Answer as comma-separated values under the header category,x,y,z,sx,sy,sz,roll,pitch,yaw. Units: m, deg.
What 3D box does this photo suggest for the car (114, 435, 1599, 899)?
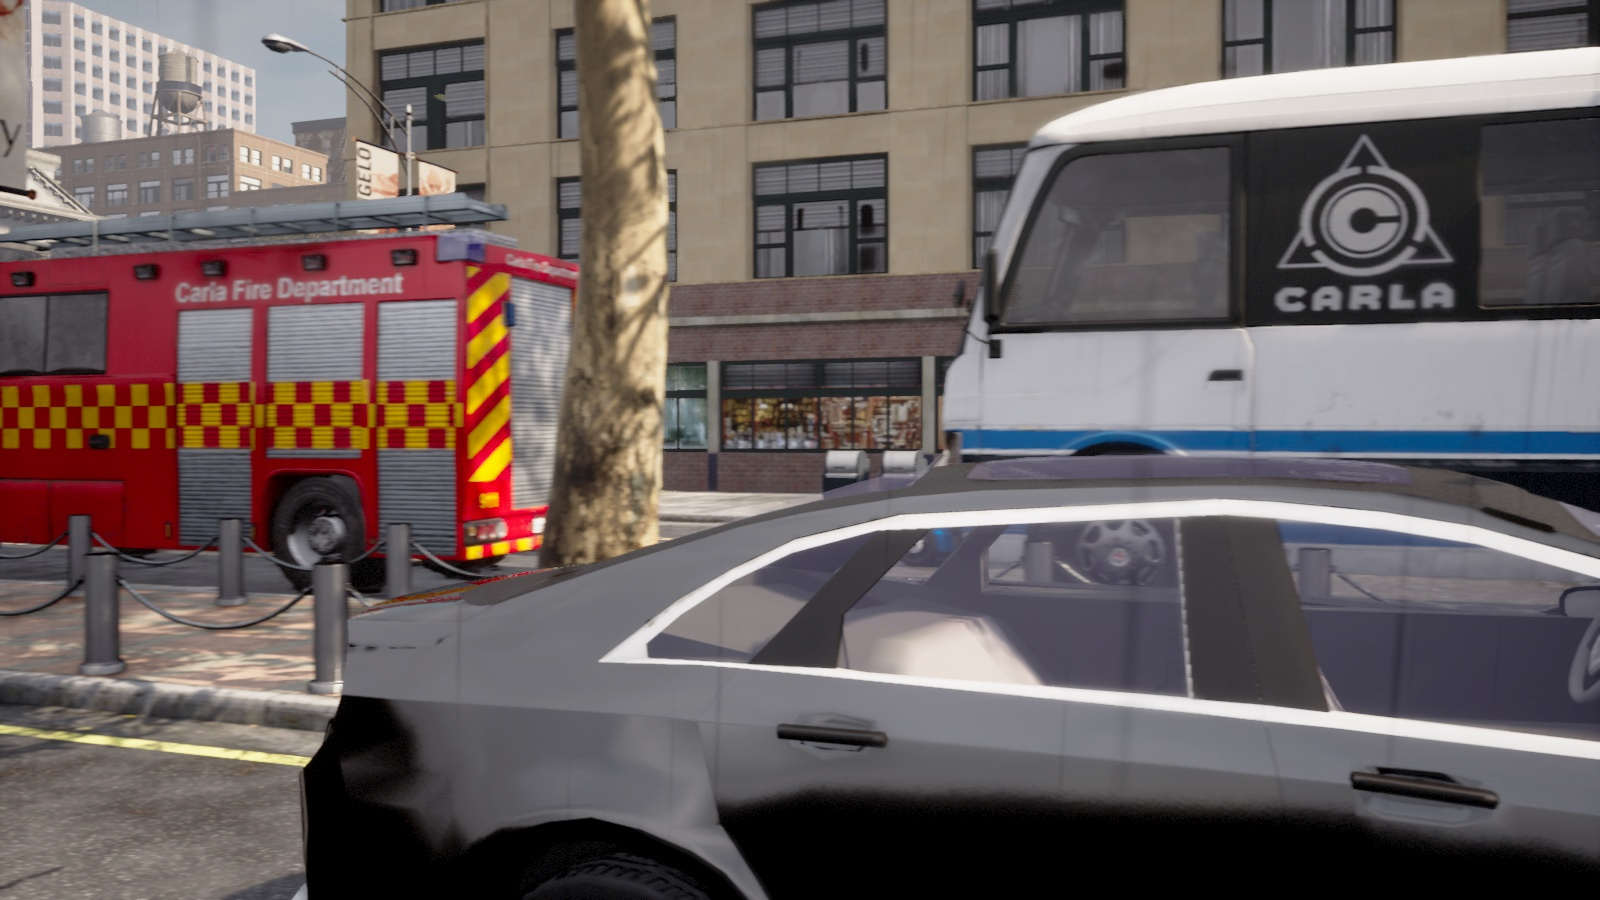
category,x,y,z,sx,sy,sz,roll,pitch,yaw
car,1.236,0.741,2.806,4.902,1.511,2.128,1,1,20

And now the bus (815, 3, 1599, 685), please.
category,x,y,z,sx,sy,sz,roll,pitch,yaw
bus,5.637,-0.682,9.713,10.273,4.253,3.944,1,1,20

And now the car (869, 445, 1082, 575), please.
category,x,y,z,sx,sy,sz,roll,pitch,yaw
car,2.086,0.648,14.706,2.207,1.376,1.481,1,1,20

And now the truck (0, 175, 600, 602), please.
category,x,y,z,sx,sy,sz,roll,pitch,yaw
truck,-6.712,-0.609,14.045,8.468,3.827,2.891,1,1,20
